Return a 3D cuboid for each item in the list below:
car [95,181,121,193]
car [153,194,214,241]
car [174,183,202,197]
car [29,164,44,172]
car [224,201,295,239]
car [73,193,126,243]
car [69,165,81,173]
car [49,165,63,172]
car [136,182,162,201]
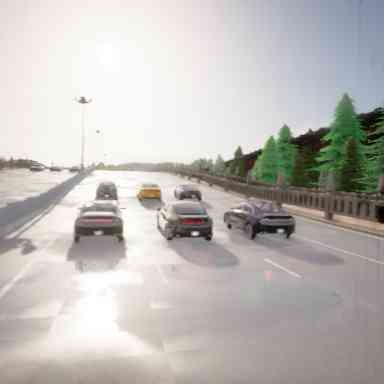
[{"bbox_3d":[-7.262,-0.215,28.568,1.837,1.490,4.892,1,6,-13],"label":"car"},{"bbox_3d":[-0.423,1.149,14.813,1.837,1.490,4.892,1,4,-13],"label":"car"},{"bbox_3d":[-0.388,-0.060,29.903,1.812,1.442,4.674,1,6,-13],"label":"car"},{"bbox_3d":[-30.163,-4.704,64.727,2.033,1.411,5.357,1,6,-13],"label":"car"},{"bbox_3d":[2.986,1.189,15.607,2.128,1.511,4.902,1,3,-13],"label":"car"},{"bbox_3d":[-3.826,1.081,13.997,2.128,1.511,4.902,1,3,-13],"label":"car"},{"bbox_3d":[-23.353,-4.584,66.344,1.994,1.385,4.181,1,6,-13],"label":"car"},{"bbox_3d":[-26.753,-4.592,65.511,1.895,1.301,4.718,1,6,-13],"label":"car"},{"bbox_3d":[-3.811,-0.171,29.176,1.882,1.535,5.008,1,6,-13],"label":"car"}]
